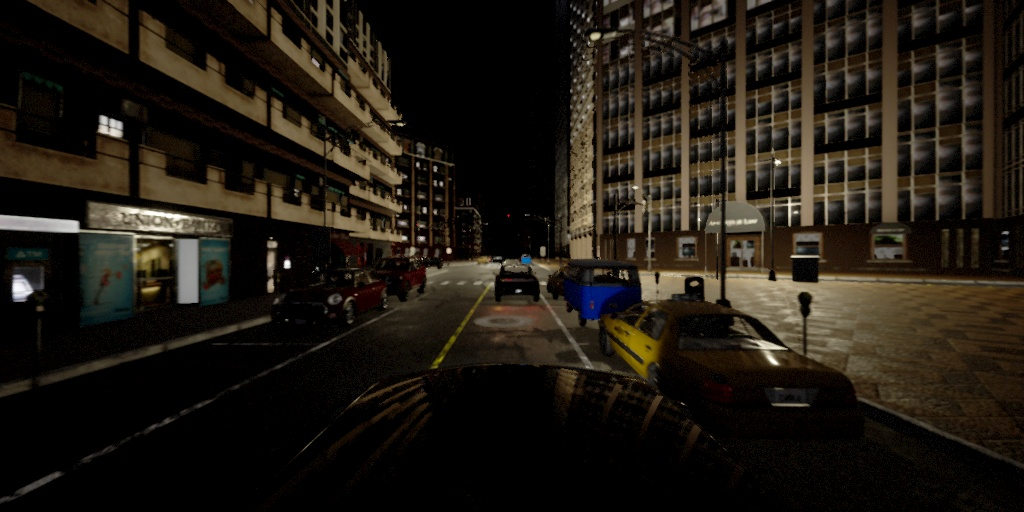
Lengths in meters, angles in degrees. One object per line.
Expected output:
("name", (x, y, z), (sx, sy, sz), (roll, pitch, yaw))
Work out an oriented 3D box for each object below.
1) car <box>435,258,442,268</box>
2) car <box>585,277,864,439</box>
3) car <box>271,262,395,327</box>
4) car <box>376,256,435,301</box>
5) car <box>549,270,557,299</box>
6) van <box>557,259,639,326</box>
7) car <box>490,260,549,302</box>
("car", (-12.320, 0.956, 52.490), (4.892, 1.490, 1.837), (0, 0, 41))
("car", (2.566, 1.242, 5.619), (1.751, 1.417, 4.829), (0, 0, 0))
("car", (-5.313, 1.107, 10.979), (1.967, 1.591, 4.097), (0, 0, 0))
("car", (-5.312, 0.934, 16.514), (2.192, 1.841, 5.009), (0, 0, 0))
("car", (2.568, 1.145, 16.689), (1.751, 1.417, 4.829), (0, 0, 0))
("van", (2.567, 1.008, 10.983), (1.690, 1.789, 3.998), (0, 0, 0))
("car", (0.136, 1.115, 16.118), (2.128, 1.511, 4.902), (0, 0, -3))
